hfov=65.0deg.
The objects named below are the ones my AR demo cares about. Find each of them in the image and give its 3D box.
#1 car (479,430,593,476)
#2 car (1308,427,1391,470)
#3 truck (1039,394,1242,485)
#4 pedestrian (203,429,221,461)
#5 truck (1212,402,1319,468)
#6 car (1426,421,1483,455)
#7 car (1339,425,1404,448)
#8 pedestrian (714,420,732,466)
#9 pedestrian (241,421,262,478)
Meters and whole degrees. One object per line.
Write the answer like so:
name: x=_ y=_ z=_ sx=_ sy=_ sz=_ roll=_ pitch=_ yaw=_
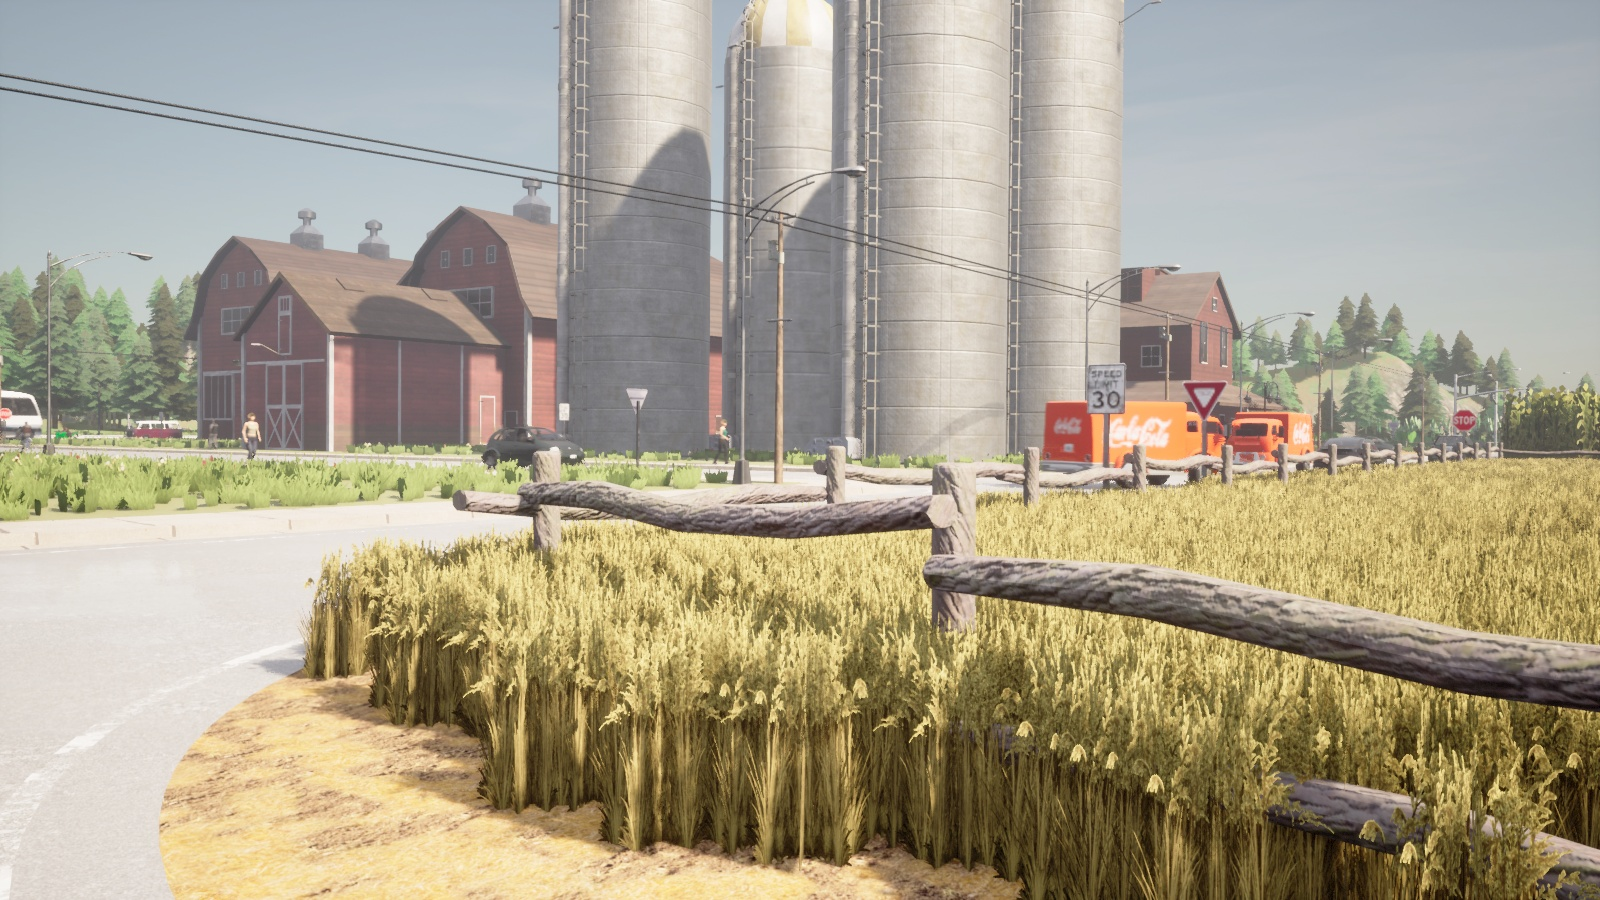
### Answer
car: x=-9.710 y=0.088 z=46.095 sx=3.988 sy=1.617 sz=1.851 roll=0 pitch=1 yaw=35
car: x=20.505 y=-0.086 z=46.726 sx=1.837 sy=1.490 sz=4.892 roll=0 pitch=1 yaw=36
truck: x=9.826 y=-0.340 z=36.249 sx=5.204 sy=2.467 sz=2.627 roll=-1 pitch=1 yaw=-25
pedestrian: x=-34.642 y=-0.312 z=73.975 sx=0.849 sy=1.883 sz=0.563 roll=0 pitch=1 yaw=25
truck: x=18.601 y=-0.607 z=50.033 sx=2.627 sy=2.467 sz=5.204 roll=0 pitch=1 yaw=36
car: x=35.108 y=-0.646 z=67.266 sx=2.097 sy=1.767 sz=4.553 roll=0 pitch=1 yaw=35
car: x=40.163 y=-0.960 z=88.320 sx=3.988 sy=1.617 sz=1.851 roll=0 pitch=1 yaw=31
pedestrian: x=-3.100 y=-0.278 z=50.715 sx=0.594 sy=1.836 sz=0.345 roll=0 pitch=1 yaw=25
pedestrian: x=-17.857 y=-0.010 z=40.877 sx=0.594 sy=1.836 sz=0.345 roll=0 pitch=1 yaw=39
